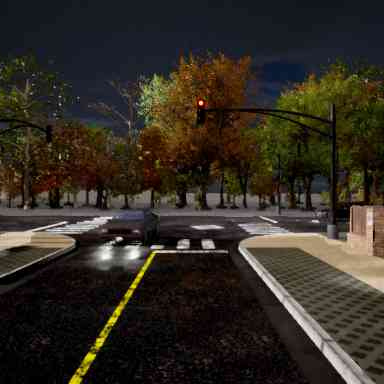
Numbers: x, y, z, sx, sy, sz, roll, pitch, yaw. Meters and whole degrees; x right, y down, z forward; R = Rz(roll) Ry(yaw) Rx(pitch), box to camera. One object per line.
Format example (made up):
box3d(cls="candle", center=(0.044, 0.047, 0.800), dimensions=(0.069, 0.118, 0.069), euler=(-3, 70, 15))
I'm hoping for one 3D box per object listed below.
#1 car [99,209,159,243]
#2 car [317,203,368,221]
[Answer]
box3d(cls="car", center=(-2.855, 1.545, 16.468), dimensions=(2.033, 1.411, 5.357), euler=(0, 0, 4))
box3d(cls="car", center=(12.320, 1.578, 26.333), dimensions=(4.674, 1.442, 1.812), euler=(0, 0, 0))
